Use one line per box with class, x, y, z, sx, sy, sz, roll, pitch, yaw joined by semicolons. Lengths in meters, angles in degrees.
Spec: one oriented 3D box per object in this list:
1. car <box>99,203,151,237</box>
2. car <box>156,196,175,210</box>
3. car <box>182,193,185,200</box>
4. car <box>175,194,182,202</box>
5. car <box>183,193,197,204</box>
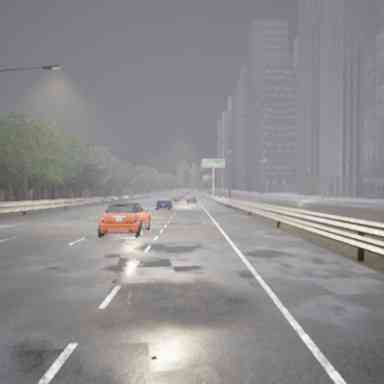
car;-3.511;1.361;18.093;2.097;1.767;4.553;0;0;0
car;-3.586;1.490;43.841;1.882;1.535;5.008;0;0;0
car;-3.638;1.287;91.847;2.097;1.767;4.553;0;0;0
car;-3.672;1.584;72.381;1.895;1.301;4.718;0;0;0
car;-0.056;1.493;62.098;2.128;1.511;4.902;0;0;0
